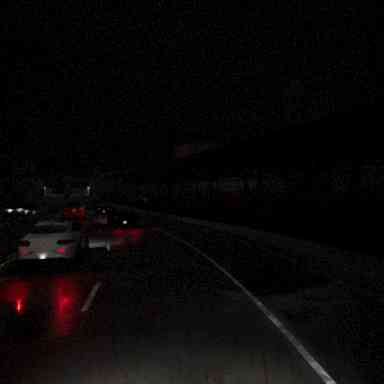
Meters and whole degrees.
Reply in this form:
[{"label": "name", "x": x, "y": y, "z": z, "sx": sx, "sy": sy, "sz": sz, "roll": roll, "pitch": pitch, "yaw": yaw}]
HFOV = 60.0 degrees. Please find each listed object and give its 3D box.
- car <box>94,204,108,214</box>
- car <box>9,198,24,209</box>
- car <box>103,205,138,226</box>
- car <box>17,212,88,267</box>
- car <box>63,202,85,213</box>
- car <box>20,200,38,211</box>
[{"label": "car", "x": -11.814, "y": 2.199, "z": 43.820, "sx": 1.895, "sy": 1.301, "sz": 4.718, "roll": -1, "pitch": -1, "yaw": -19}, {"label": "car", "x": -34.660, "y": 2.241, "z": 66.117, "sx": 2.150, "sy": 2.045, "sz": 5.566, "roll": -1, "pitch": 0, "yaw": -19}, {"label": "car", "x": -5.576, "y": 1.924, "z": 26.108, "sx": 1.895, "sy": 1.301, "sz": 4.718, "roll": -1, "pitch": -1, "yaw": -19}, {"label": "car", "x": -4.915, "y": 1.701, "z": 12.133, "sx": 1.812, "sy": 1.442, "sz": 4.674, "roll": 0, "pitch": -1, "yaw": -12}, {"label": "car", "x": -12.077, "y": 1.854, "z": 34.034, "sx": 2.097, "sy": 1.767, "sz": 4.553, "roll": -1, "pitch": -1, "yaw": -19}, {"label": "car", "x": -28.327, "y": 2.486, "z": 58.719, "sx": 2.033, "sy": 1.411, "sz": 5.357, "roll": -1, "pitch": 0, "yaw": -19}]
